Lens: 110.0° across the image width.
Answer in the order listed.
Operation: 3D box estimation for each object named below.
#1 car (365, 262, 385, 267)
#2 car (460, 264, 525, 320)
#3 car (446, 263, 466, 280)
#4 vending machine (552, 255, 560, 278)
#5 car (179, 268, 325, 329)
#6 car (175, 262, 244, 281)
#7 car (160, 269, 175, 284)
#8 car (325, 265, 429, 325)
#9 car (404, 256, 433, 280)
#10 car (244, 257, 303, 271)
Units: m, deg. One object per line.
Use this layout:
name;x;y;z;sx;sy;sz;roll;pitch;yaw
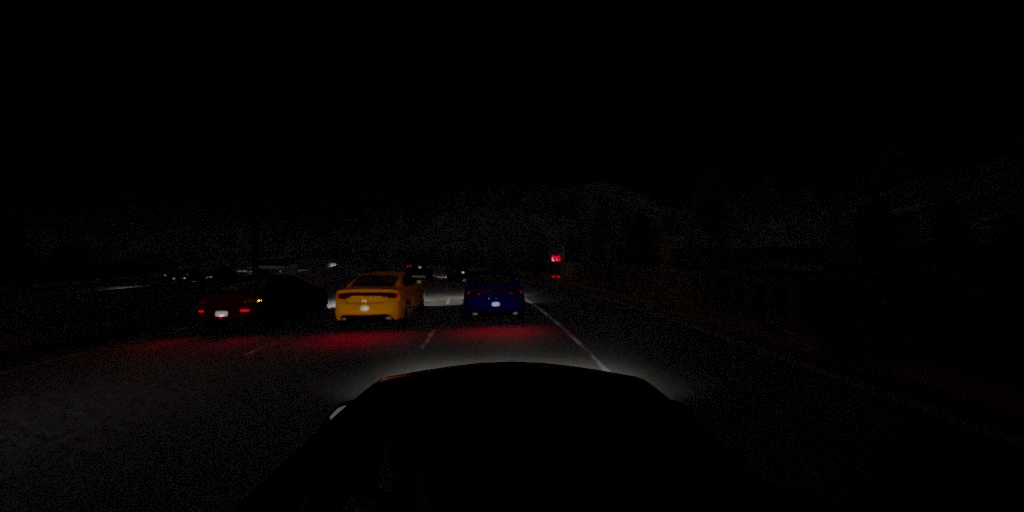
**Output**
car;-12.251;1.301;32.424;2.128;1.511;4.902;0;0;-18
car;-0.734;1.220;12.687;1.882;1.535;5.008;0;0;-6
car;-4.569;1.324;31.319;1.994;1.385;4.181;0;0;-16
vending machine;3.947;0.905;30.566;1.100;2.100;0.880;0;0;-15
car;-7.609;1.300;11.383;1.812;1.442;4.674;0;0;-6
car;-21.224;1.385;25.433;1.812;1.442;4.674;0;0;-17
car;-26.027;1.425;28.943;1.812;1.442;4.674;0;0;-20
car;-4.162;1.236;11.963;1.882;1.535;5.008;0;0;-6
car;-8.150;1.004;31.208;2.150;2.045;5.566;0;0;-17
car;-18.234;1.065;27.678;2.150;2.045;5.566;0;0;-17
